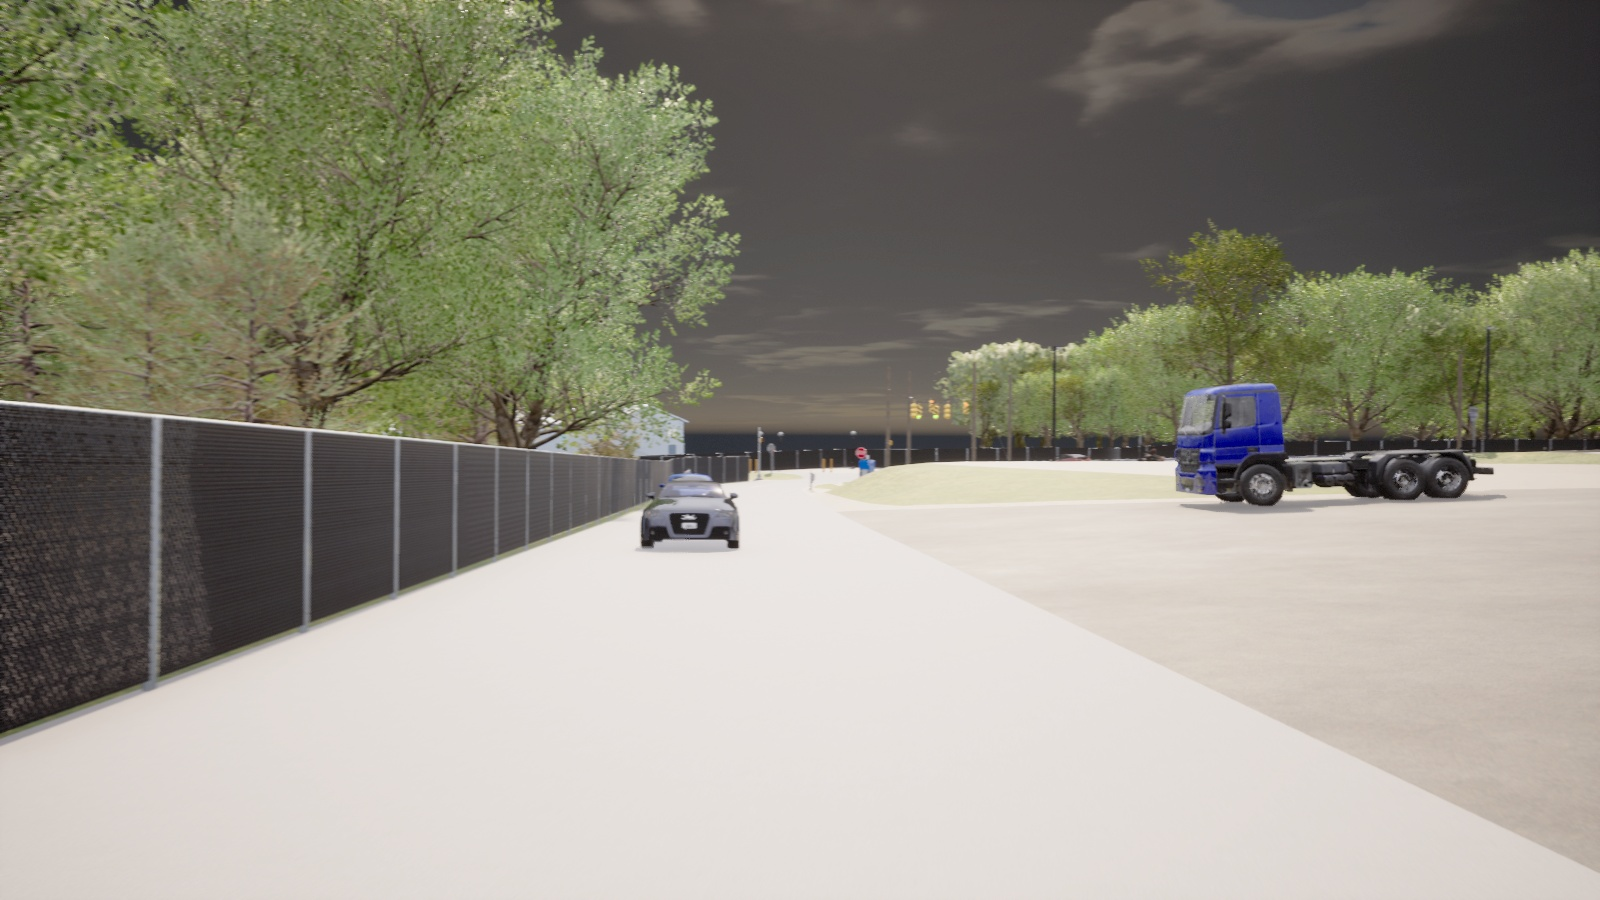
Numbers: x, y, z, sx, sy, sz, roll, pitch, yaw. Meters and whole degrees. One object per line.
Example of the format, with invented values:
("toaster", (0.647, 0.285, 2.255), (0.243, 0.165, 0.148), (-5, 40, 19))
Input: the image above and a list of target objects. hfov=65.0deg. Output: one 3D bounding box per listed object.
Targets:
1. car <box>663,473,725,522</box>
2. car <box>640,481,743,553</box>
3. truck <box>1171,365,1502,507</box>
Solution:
("car", (-3.664, 1.568, 42.599), (1.882, 1.535, 5.008), (0, -1, -7))
("car", (-2.225, 1.358, 26.582), (1.994, 1.385, 4.181), (0, -1, -3))
("truck", (14.921, -0.396, 35.359), (7.936, 3.462, 2.891), (-3, 0, 0))
